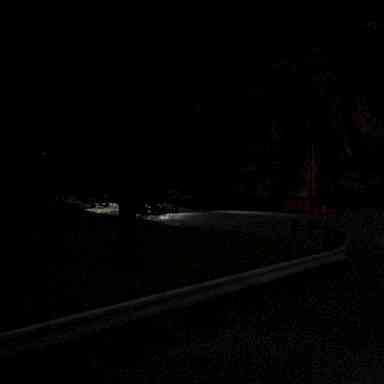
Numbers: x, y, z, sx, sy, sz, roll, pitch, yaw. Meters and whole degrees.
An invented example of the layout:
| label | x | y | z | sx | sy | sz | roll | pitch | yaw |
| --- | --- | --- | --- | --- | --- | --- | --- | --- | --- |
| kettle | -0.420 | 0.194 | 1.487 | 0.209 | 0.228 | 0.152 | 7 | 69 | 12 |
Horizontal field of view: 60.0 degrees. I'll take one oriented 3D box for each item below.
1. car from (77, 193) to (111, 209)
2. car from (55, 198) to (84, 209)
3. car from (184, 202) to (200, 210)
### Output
| label | x | y | z | sx | sy | sz | roll | pitch | yaw |
| --- | --- | --- | --- | --- | --- | --- | --- | --- | --- |
| car | -13.798 | 1.203 | 46.702 | 5.566 | 2.045 | 2.150 | 0 | 0 | 44 |
| car | -16.611 | 1.453 | 44.549 | 5.008 | 1.535 | 1.882 | 1 | 0 | 44 |
| car | 1.305 | 1.635 | 41.966 | 4.718 | 1.301 | 1.895 | 0 | 0 | 44 |
